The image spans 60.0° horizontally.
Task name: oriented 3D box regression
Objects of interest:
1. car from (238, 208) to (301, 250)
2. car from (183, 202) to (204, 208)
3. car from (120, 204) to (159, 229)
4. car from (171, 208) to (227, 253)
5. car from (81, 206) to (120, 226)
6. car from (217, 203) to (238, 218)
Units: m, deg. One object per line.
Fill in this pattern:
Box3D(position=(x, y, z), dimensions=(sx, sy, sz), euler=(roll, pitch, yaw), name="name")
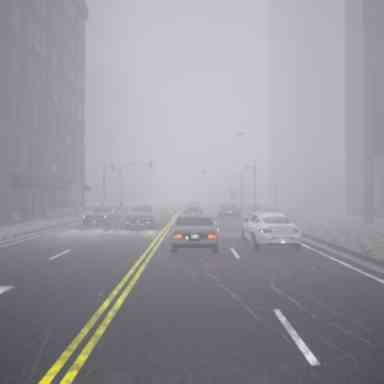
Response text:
Box3D(position=(3.359, 1.598, 14.585), dimensions=(1.812, 1.442, 4.674), euler=(0, 0, 0), name="car")
Box3D(position=(0.103, 1.683, 31.272), dimensions=(1.812, 1.442, 4.674), euler=(0, 0, 0), name="car")
Box3D(position=(-3.340, 1.621, 22.874), dimensions=(1.837, 1.490, 4.892), euler=(0, -1, 0), name="car")
Box3D(position=(0.101, 1.617, 14.104), dimensions=(2.033, 1.411, 5.357), euler=(0, 0, 0), name="car")
Box3D(position=(-6.586, 1.724, 24.618), dimensions=(1.895, 1.301, 4.718), euler=(0, 0, 0), name="car")
Box3D(position=(3.354, 1.719, 30.959), dimensions=(1.994, 1.385, 4.181), euler=(0, 0, 0), name="car")
